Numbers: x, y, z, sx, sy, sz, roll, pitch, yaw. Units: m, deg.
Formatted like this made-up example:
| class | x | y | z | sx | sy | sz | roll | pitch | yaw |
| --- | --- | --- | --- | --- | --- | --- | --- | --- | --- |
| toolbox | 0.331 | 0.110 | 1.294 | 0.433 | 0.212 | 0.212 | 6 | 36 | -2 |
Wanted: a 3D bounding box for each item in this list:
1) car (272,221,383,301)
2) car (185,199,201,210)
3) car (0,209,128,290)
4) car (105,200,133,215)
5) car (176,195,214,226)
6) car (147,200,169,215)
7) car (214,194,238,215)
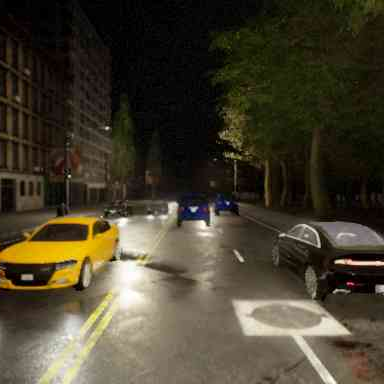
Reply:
| class | x | y | z | sx | sy | sz | roll | pitch | yaw |
| --- | --- | --- | --- | --- | --- | --- | --- | --- | --- |
| car | 3.351 | 1.473 | 8.232 | 2.128 | 1.511 | 4.902 | 0 | 0 | 0 |
| car | 0.101 | 1.560 | 42.240 | 1.895 | 1.301 | 4.718 | 0 | 0 | 0 |
| car | -3.313 | 1.457 | 9.217 | 1.882 | 1.535 | 5.008 | 0 | 0 | 0 |
| car | -6.562 | 1.464 | 30.095 | 1.837 | 1.490 | 4.892 | 0 | -1 | 0 |
| car | 0.100 | 1.184 | 22.899 | 2.150 | 2.045 | 5.566 | 0 | 0 | 0 |
| car | -3.282 | 1.505 | 33.436 | 2.033 | 1.411 | 5.357 | 0 | 0 | 1 |
| car | 3.350 | 1.179 | 33.662 | 2.150 | 2.045 | 5.566 | 0 | 0 | 0 |
